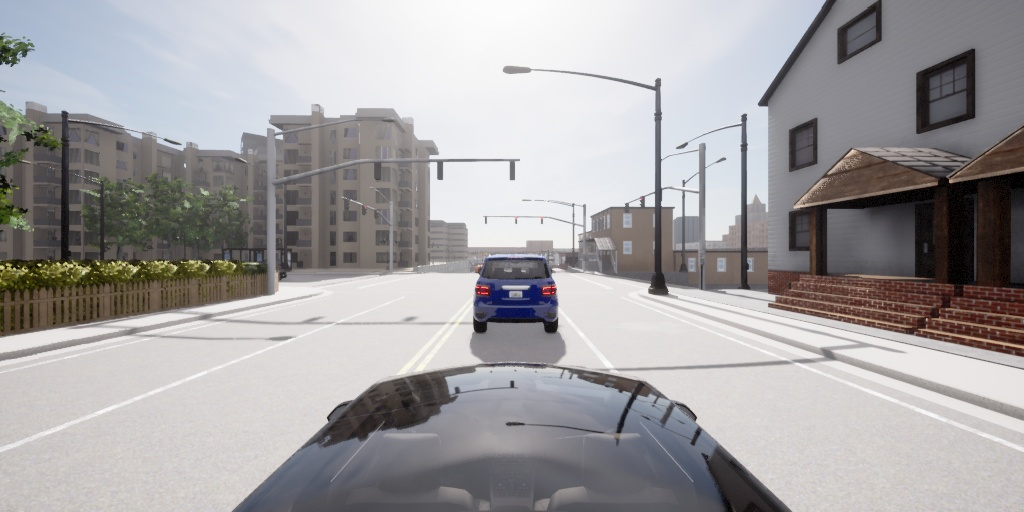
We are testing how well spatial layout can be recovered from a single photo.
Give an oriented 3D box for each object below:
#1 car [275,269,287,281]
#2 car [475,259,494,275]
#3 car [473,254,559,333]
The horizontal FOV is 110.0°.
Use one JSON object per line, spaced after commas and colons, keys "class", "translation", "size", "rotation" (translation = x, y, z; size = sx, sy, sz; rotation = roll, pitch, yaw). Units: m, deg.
{"class": "car", "translation": [-20.339, 1.255, 28.125], "size": [4.892, 1.490, 1.837], "rotation": [0, 0, 1]}
{"class": "car", "translation": [-3.549, 1.506, 46.939], "size": [2.097, 1.767, 4.553], "rotation": [1, -5, 0]}
{"class": "car", "translation": [0.103, 0.971, 10.918], "size": [2.150, 2.045, 5.566], "rotation": [0, 0, 0]}
